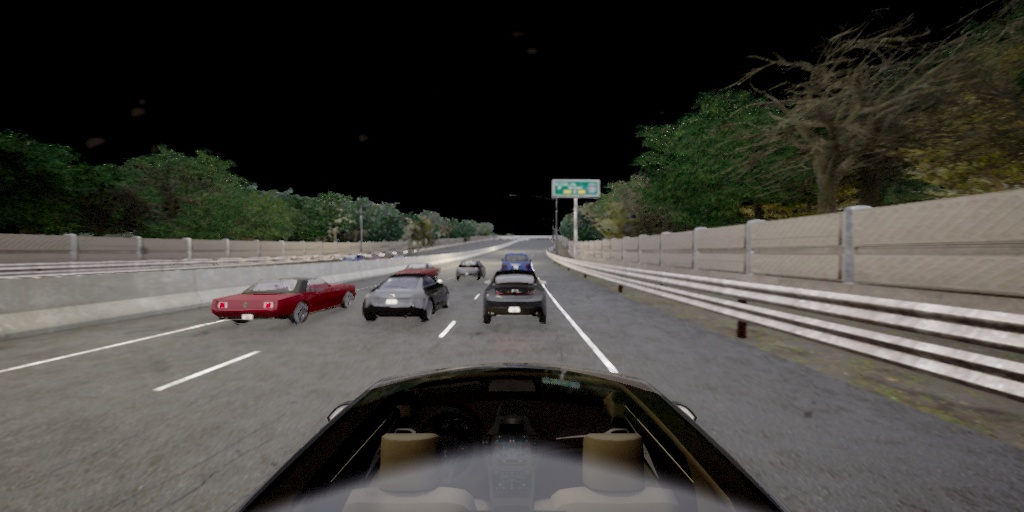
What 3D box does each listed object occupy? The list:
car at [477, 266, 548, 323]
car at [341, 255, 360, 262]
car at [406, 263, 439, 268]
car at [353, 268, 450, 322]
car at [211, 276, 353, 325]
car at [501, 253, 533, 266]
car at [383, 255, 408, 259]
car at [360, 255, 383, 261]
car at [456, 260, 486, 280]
[{"bbox_3d":[0.116,1.204,11.878,1.837,1.490,4.892,0,-1,1],"label":"car"},{"bbox_3d":[-23.430,0.514,53.081,1.812,1.442,4.674,0,2,3],"label":"car"},{"bbox_3d":[-6.664,1.156,26.488,1.895,1.301,4.718,0,1,2],"label":"car"},{"bbox_3d":[-3.376,1.261,12.159,1.994,1.385,4.181,0,0,1],"label":"car"},{"bbox_3d":[-6.886,1.301,11.610,1.895,1.301,4.718,0,0,1],"label":"car"},{"bbox_3d":[0.341,0.782,26.607,2.150,2.045,5.566,0,1,2],"label":"car"},{"bbox_3d":[-16.449,0.547,52.712,2.033,1.411,5.357,0,2,3],"label":"car"},{"bbox_3d":[-19.955,0.603,52.603,1.895,1.301,4.718,0,2,3],"label":"car"},{"bbox_3d":[-3.124,1.031,27.820,2.128,1.511,4.902,0,1,2],"label":"car"}]
